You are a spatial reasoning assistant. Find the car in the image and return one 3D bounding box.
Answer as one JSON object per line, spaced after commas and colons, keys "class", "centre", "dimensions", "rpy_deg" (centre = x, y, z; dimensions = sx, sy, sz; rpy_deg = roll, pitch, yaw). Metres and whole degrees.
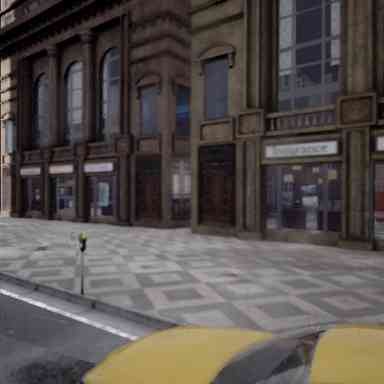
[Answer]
{"class": "car", "centre": [1.181, 1.527, 2.116], "dimensions": [4.829, 1.417, 1.752], "rpy_deg": [0, 0, 36]}
